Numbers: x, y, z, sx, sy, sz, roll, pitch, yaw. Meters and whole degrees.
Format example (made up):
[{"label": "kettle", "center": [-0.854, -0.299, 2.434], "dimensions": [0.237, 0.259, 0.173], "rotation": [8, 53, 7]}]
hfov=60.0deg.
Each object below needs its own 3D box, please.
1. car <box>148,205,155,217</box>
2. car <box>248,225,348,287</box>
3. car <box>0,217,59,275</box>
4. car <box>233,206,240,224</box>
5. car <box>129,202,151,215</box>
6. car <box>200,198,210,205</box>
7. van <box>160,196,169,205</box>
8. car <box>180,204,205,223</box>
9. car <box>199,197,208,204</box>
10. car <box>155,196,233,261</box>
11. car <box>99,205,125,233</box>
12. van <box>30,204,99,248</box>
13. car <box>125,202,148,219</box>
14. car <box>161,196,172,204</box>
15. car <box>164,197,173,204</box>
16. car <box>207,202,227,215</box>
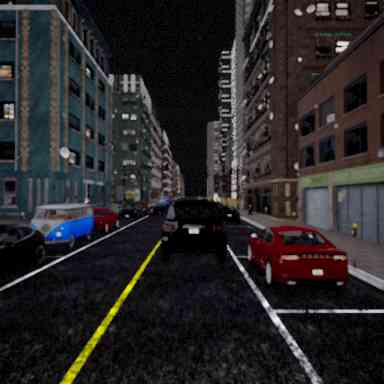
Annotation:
[{"label": "car", "center": [-3.081, 1.760, 33.203], "dimensions": [1.994, 1.385, 4.181], "rotation": [0, 0, 0]}, {"label": "car", "center": [2.696, 1.599, 9.361], "dimensions": [1.887, 1.381, 4.507], "rotation": [0, 0, 0]}, {"label": "car", "center": [-5.685, 1.621, 9.371], "dimensions": [1.947, 1.339, 4.313], "rotation": [0, 0, 0]}, {"label": "car", "center": [2.692, 1.718, 25.931], "dimensions": [1.947, 1.339, 4.313], "rotation": [0, 0, 0]}, {"label": "car", "center": [-5.691, 1.801, 36.988], "dimensions": [1.802, 1.307, 4.206], "rotation": [0, 0, 0]}, {"label": "car", "center": [2.683, 2.006, 69.383], "dimensions": [1.802, 1.307, 4.206], "rotation": [0, 0, 0]}, {"label": "van", "center": [-5.696, 1.766, 69.384], "dimensions": [1.690, 1.788, 3.998], "rotation": [0, 0, 0]}, {"label": "car", "center": [0.057, 1.764, 27.842], "dimensions": [1.895, 1.301, 4.718], "rotation": [0, 0, 0]}, {"label": "car", "center": [2.682, 1.937, 80.439], "dimensions": [1.967, 1.590, 4.097], "rotation": [0, 0, 0]}, {"label": "car", "center": [0.061, 1.295, 12.706], "dimensions": [2.150, 2.045, 5.566], "rotation": [0, 0, 0]}, {"label": "car", "center": [-5.687, 1.665, 20.419], "dimensions": [1.887, 1.381, 4.507], "rotation": [0, 0, 0]}, {"label": "van", "center": [-5.685, 1.429, 14.896], "dimensions": [1.690, 1.788, 3.998], "rotation": [0, 0, 0]}, {"label": "car", "center": [-5.690, 1.751, 31.465], "dimensions": [1.947, 1.339, 4.313], "rotation": [0, 0, 0]}, {"label": "car", "center": [-5.697, 1.776, 74.911], "dimensions": [2.192, 1.841, 5.009], "rotation": [0, 0, 0]}, {"label": "car", "center": [-5.700, 2.043, 80.438], "dimensions": [1.887, 1.381, 4.507], "rotation": [0, 0, 0]}, {"label": "car", "center": [2.690, 1.784, 36.978], "dimensions": [1.947, 1.339, 4.313], "rotation": [0, 0, 0]}]
